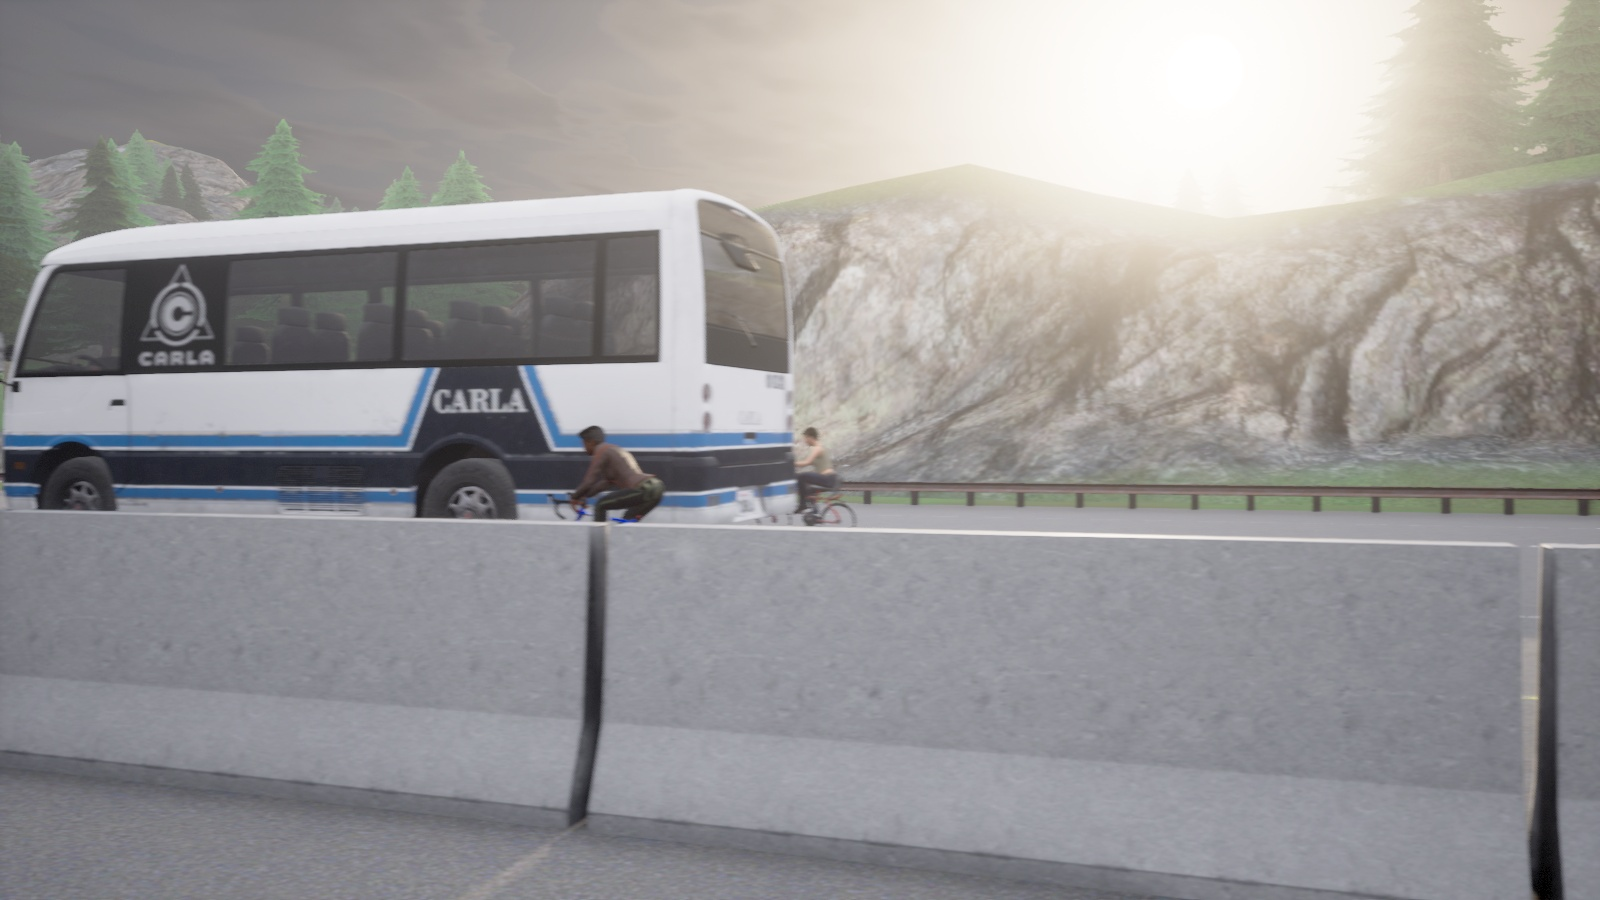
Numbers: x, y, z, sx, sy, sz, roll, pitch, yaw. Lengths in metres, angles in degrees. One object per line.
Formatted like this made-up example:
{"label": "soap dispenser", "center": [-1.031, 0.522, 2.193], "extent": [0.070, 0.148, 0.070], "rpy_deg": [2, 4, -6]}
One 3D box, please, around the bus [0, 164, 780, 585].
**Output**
{"label": "bus", "center": [-5.764, -0.831, 16.189], "extent": [10.273, 4.253, 3.944], "rpy_deg": [1, 1, 19]}

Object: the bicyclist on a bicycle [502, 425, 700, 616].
{"label": "bicyclist on a bicycle", "center": [-1.768, 0.594, 11.172], "extent": [1.656, 1.620, 0.582], "rpy_deg": [0, 1, 19]}

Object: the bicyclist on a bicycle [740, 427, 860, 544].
{"label": "bicyclist on a bicycle", "center": [0.008, 0.475, 17.965], "extent": [1.509, 1.612, 0.866], "rpy_deg": [1, 1, 18]}
